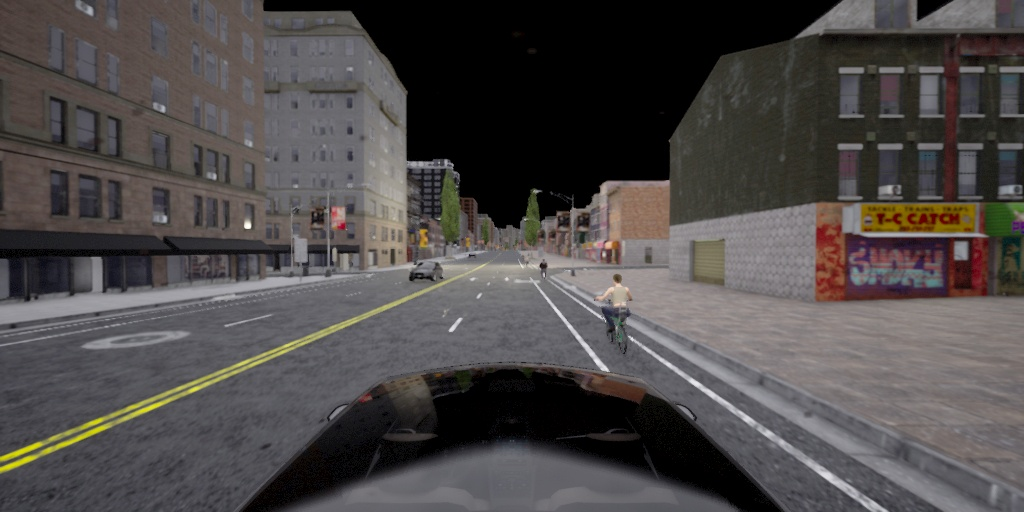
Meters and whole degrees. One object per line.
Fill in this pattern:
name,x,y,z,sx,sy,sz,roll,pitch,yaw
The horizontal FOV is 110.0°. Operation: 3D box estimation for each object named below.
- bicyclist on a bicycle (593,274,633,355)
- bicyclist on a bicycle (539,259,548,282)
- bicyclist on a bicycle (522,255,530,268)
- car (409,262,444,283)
bicyclist on a bicycle,2.234,1.183,7.708,0.866,1.612,1.509,0,0,0
bicyclist on a bicycle,2.258,1.066,25.917,0.659,1.776,1.843,0,0,0
bicyclist on a bicycle,2.273,0.936,53.396,0.866,1.612,1.509,0,1,0
car,-6.517,1.195,27.718,1.837,1.490,4.892,0,0,0
